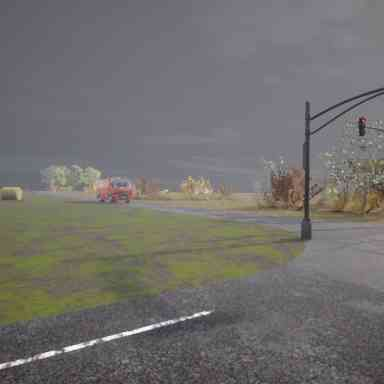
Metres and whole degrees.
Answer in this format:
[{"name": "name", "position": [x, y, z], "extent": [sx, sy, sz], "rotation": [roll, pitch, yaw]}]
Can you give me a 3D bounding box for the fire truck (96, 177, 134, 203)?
[{"name": "fire truck", "position": [-11.764, -0.355, 50.031], "extent": [2.891, 3.827, 8.468], "rotation": [1, 0, -32]}]
